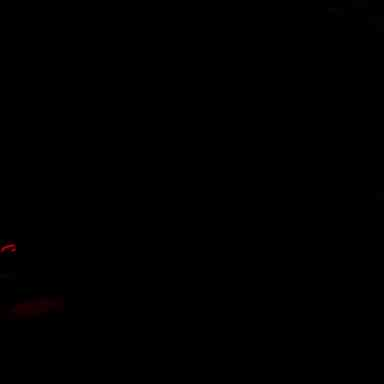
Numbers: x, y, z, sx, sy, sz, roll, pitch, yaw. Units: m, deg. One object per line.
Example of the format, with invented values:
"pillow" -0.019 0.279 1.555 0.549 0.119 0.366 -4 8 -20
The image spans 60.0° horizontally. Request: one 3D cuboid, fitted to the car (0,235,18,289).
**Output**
"car" -5.948 1.378 7.648 4.792 1.488 2.163 0 0 34
